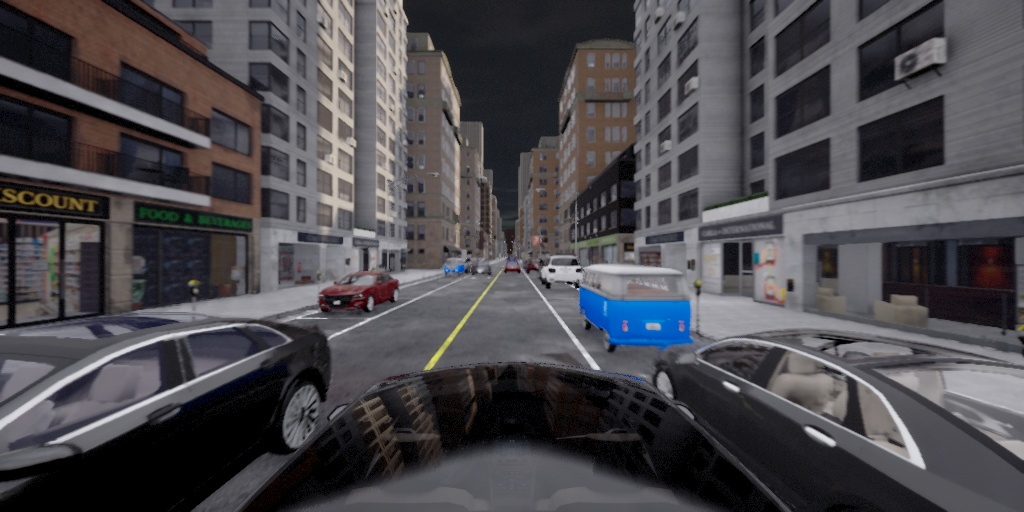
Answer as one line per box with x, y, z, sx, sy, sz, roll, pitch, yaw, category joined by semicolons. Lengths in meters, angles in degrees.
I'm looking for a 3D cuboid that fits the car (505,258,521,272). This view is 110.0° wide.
0.078;1.360;45.907;1.994;1.385;4.181;0;0;1;car

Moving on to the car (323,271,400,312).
-5.849;1.312;14.217;1.888;1.381;4.507;0;0;0;car

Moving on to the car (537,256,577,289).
3.120;1.005;23.566;2.150;2.045;5.566;0;0;0;car

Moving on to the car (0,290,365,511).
-3.083;1.241;2.335;2.128;1.511;4.902;0;0;1;car

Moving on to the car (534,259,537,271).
3.158;1.260;30.536;1.882;1.535;5.008;0;0;0;car

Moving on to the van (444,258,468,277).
-5.836;1.129;36.561;1.690;1.789;3.998;0;0;0;van

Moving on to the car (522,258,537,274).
2.693;1.107;42.148;2.192;1.841;5.009;0;0;0;car

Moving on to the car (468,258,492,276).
-3.068;1.280;37.102;2.128;1.511;4.902;0;0;0;car

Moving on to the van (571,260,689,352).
2.673;1.101;8.638;1.690;1.789;3.998;0;0;0;van

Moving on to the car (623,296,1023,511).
2.669;1.303;3.052;2.007;1.370;4.403;0;0;0;car
